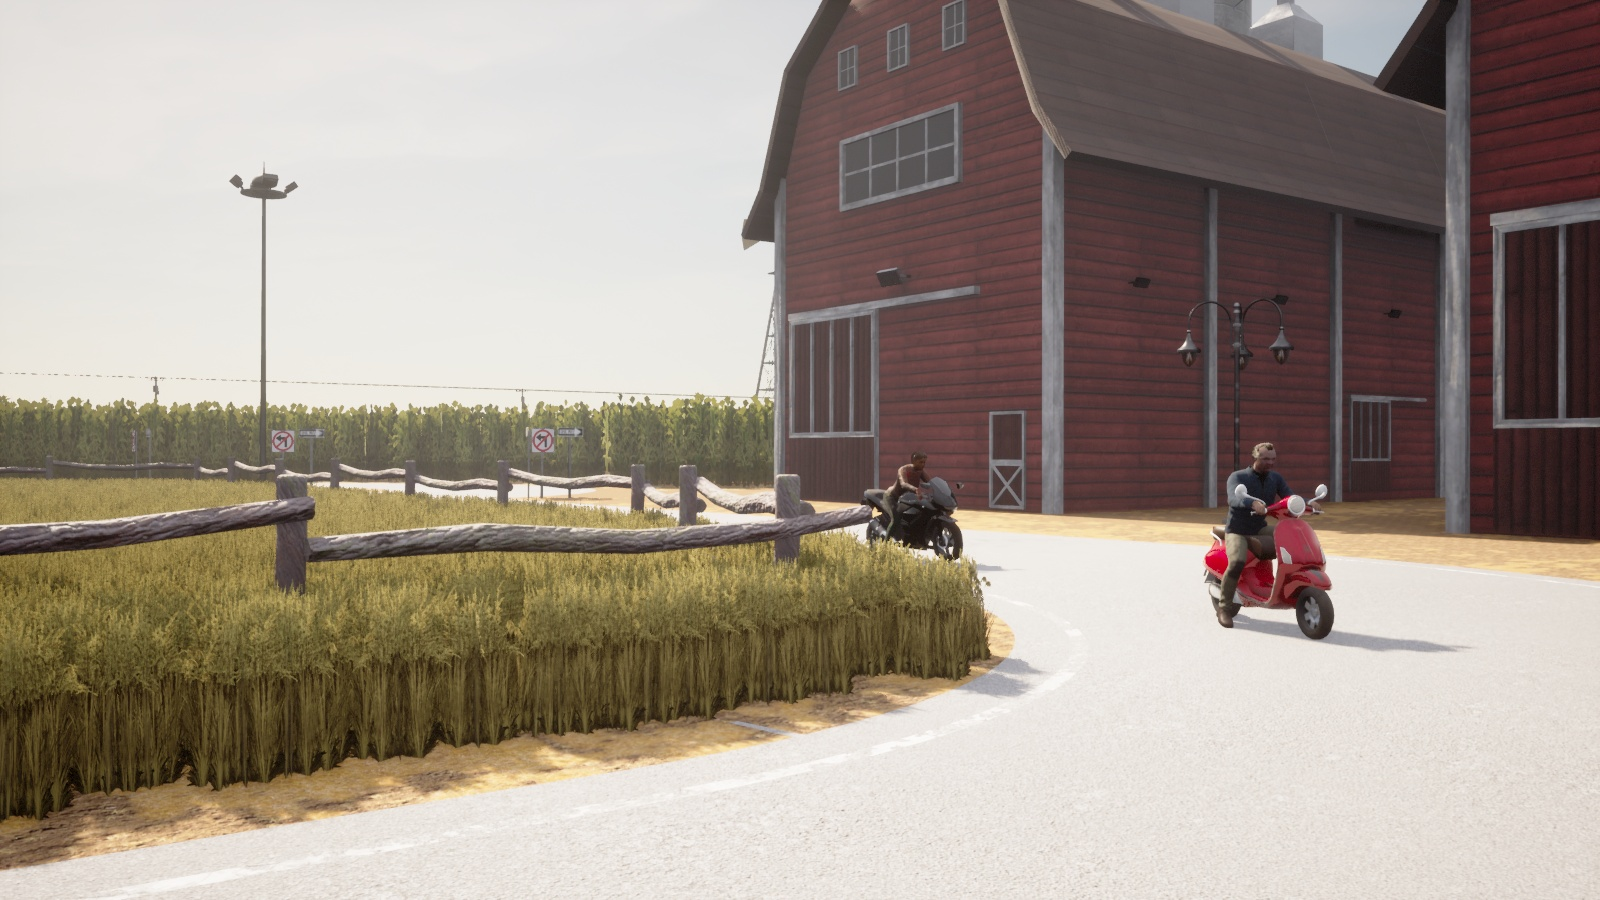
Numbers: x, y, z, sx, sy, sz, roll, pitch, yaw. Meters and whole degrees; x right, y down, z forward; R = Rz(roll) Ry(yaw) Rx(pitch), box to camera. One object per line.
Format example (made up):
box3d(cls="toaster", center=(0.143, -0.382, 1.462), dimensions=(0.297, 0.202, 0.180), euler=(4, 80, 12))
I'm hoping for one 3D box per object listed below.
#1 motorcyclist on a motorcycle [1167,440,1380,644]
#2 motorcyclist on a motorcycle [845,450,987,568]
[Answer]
box3d(cls="motorcyclist on a motorcycle", center=(3.991, 0.716, 10.767), dimensions=(0.866, 1.590, 1.817), euler=(0, 0, -12))
box3d(cls="motorcyclist on a motorcycle", center=(1.561, 0.766, 17.283), dimensions=(0.797, 1.523, 2.044), euler=(0, 0, -36))
